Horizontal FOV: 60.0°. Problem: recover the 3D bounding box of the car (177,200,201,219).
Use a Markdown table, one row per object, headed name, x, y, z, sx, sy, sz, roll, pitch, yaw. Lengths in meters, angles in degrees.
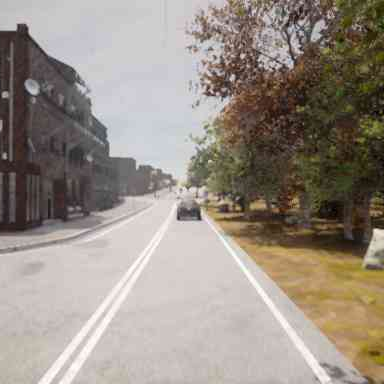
| name | x | y | z | sx | sy | sz | roll | pitch | yaw |
| --- | --- | --- | --- | --- | --- | --- | --- | --- | --- |
| car | -0.316 | 1.479 | 30.512 | 2.097 | 1.767 | 4.553 | 0 | 0 | -1 |
